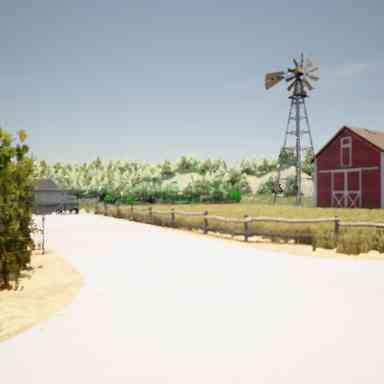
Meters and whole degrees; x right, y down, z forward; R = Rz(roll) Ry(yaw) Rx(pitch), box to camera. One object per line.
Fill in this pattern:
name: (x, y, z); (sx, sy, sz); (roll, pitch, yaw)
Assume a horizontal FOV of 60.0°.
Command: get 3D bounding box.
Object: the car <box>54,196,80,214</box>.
car: (-14.996, 1.531, 39.733); (2.150, 2.045, 5.566); (0, -1, -31)
